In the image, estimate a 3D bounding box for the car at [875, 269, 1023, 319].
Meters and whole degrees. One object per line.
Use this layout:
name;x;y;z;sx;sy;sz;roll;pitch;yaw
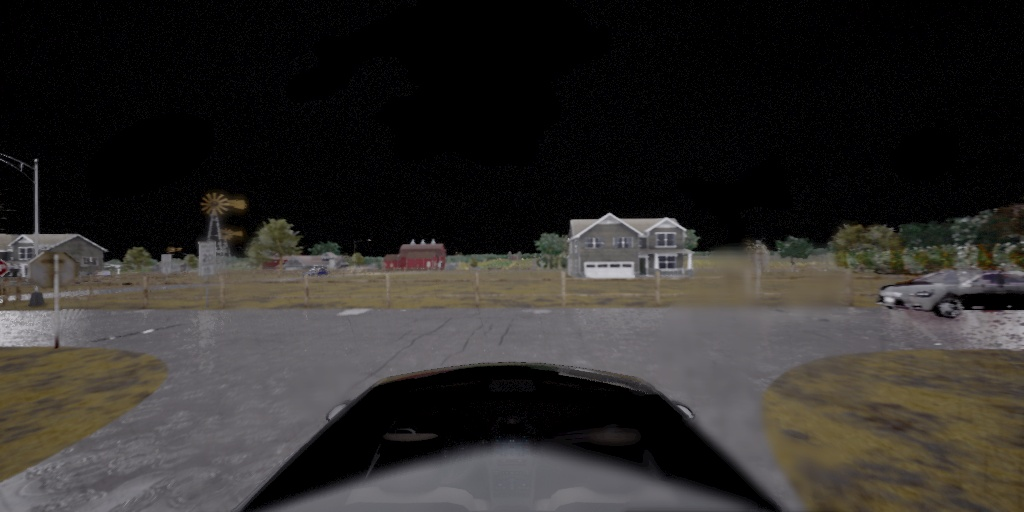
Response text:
car;15.243;1.205;12.031;4.902;1.511;2.128;-1;0;3
